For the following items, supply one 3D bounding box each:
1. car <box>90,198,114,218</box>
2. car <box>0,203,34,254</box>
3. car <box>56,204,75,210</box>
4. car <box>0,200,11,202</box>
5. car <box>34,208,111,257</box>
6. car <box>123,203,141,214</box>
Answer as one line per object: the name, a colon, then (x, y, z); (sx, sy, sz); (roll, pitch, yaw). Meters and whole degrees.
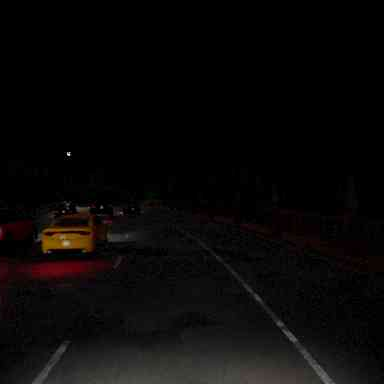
car: (-9.366, 1.630, 34.678); (2.150, 2.045, 5.566); (0, -1, -15)
car: (-8.323, 1.534, 14.284); (2.097, 1.767, 4.553); (0, -1, -9)
car: (-12.767, 1.965, 33.875); (2.033, 1.411, 5.357); (0, -1, -15)
car: (-28.869, 2.313, 53.411); (1.895, 1.301, 4.718); (0, -1, -14)
car: (-4.689, 1.641, 13.865); (1.882, 1.535, 5.008); (0, -1, -8)
car: (-7.573, 2.041, 41.653); (1.994, 1.385, 4.181); (0, -1, -14)
